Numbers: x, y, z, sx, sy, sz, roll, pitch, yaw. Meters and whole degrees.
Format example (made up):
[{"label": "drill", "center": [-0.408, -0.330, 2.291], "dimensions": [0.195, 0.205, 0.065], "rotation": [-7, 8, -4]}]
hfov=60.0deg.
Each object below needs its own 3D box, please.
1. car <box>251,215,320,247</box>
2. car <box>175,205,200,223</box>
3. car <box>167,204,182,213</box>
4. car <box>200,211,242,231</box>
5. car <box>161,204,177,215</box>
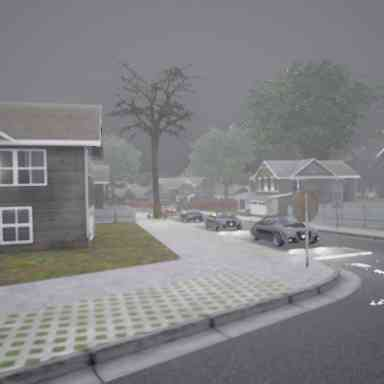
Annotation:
[{"label": "car", "center": [4.631, 1.905, 17.069], "dimensions": [1.994, 1.385, 4.181], "rotation": [-1, -2, -14]}, {"label": "car", "center": [-0.060, 2.515, 36.253], "dimensions": [2.033, 1.411, 5.357], "rotation": [-1, -1, -14]}, {"label": "car", "center": [-3.351, 3.094, 62.026], "dimensions": [1.812, 1.442, 4.674], "rotation": [-1, -1, -15]}, {"label": "car", "center": [2.387, 2.211, 26.128], "dimensions": [1.994, 1.385, 4.181], "rotation": [-1, -2, -13]}, {"label": "car", "center": [-3.764, 2.747, 51.913], "dimensions": [2.097, 1.767, 4.553], "rotation": [-1, -1, -14]}]
